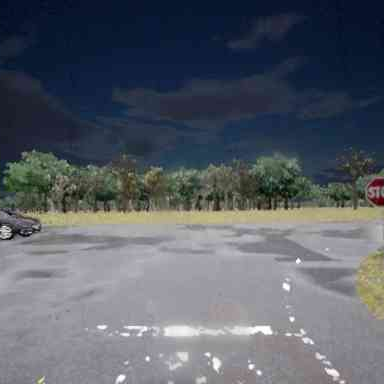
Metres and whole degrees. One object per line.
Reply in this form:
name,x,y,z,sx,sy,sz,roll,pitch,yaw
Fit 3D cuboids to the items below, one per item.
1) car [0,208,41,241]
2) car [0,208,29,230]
car,-9.449,1.352,15.125,4.892,1.490,1.837,1,-2,0
car,-13.466,1.763,22.146,4.181,1.385,1.994,-1,-3,1
